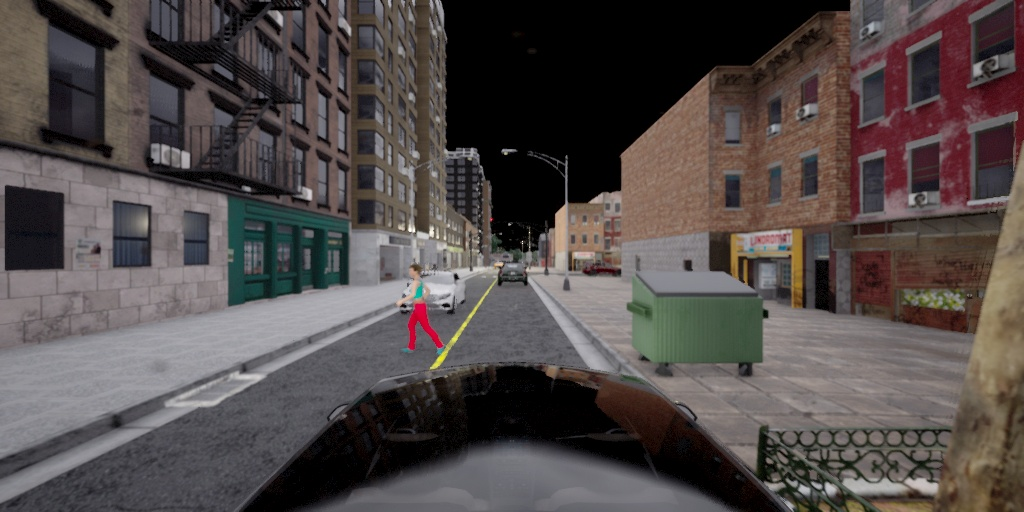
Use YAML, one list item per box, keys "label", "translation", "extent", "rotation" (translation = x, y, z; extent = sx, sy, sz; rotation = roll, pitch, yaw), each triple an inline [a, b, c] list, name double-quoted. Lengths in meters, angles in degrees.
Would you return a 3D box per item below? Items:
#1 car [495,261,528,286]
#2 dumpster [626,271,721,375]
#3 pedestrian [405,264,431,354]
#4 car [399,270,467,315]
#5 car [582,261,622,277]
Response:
- label: "car"
  translation: [0.064, 1.176, 26.338]
  extent: [2.097, 1.767, 4.553]
  rotation: [0, 0, 0]
- label: "dumpster"
  translation: [3.006, 1.142, 7.076]
  extent: [1.020, 1.700, 1.940]
  rotation: [0, 0, 0]
- label: "pedestrian"
  translation: [-1.890, 1.043, 7.213]
  extent: [0.375, 1.860, 0.375]
  rotation: [0, 0, -10]
- label: "car"
  translation: [-2.855, 1.289, 13.834]
  extent: [1.812, 1.442, 4.674]
  rotation: [0, 0, 0]
- label: "car"
  translation: [10.774, 1.555, 42.357]
  extent: [5.009, 1.841, 2.192]
  rotation: [0, 0, 0]
